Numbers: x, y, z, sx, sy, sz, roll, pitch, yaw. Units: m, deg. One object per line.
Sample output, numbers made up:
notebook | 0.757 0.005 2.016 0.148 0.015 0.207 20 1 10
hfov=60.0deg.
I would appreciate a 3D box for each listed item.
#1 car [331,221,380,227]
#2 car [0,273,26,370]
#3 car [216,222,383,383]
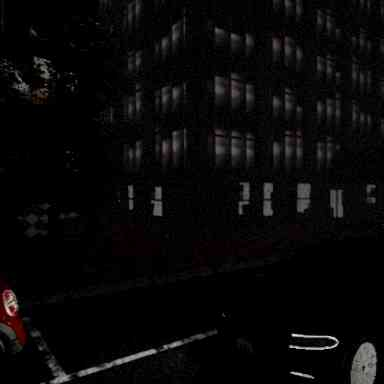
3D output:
car | 5.052 1.593 10.223 4.403 1.369 2.008 0 -1 -36
car | -4.173 1.435 3.583 4.097 1.590 1.967 0 -1 -36
car | 2.633 1.499 5.283 5.008 1.535 1.882 0 0 -36
